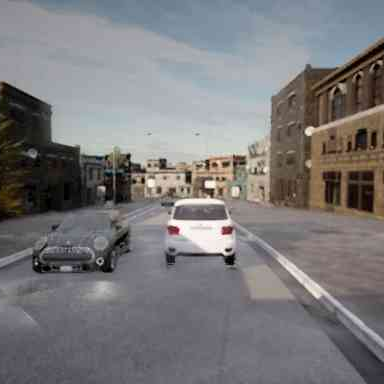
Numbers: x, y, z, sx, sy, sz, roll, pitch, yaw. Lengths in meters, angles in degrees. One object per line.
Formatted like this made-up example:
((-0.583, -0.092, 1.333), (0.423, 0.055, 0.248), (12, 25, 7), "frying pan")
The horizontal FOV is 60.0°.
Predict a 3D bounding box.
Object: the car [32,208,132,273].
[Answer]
((-3.257, 1.364, 10.711), (2.097, 1.767, 4.553), (0, 0, -1), "car")

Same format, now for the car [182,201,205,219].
((0.077, 1.599, 31.479), (2.033, 1.411, 5.357), (0, 0, -1), "car")

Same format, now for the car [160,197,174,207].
((-3.913, 1.583, 52.972), (1.837, 1.490, 4.892), (0, 0, 0), "car")

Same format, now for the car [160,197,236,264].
((0.265, 1.245, 12.047), (2.150, 2.045, 5.566), (0, 0, 1), "car")
